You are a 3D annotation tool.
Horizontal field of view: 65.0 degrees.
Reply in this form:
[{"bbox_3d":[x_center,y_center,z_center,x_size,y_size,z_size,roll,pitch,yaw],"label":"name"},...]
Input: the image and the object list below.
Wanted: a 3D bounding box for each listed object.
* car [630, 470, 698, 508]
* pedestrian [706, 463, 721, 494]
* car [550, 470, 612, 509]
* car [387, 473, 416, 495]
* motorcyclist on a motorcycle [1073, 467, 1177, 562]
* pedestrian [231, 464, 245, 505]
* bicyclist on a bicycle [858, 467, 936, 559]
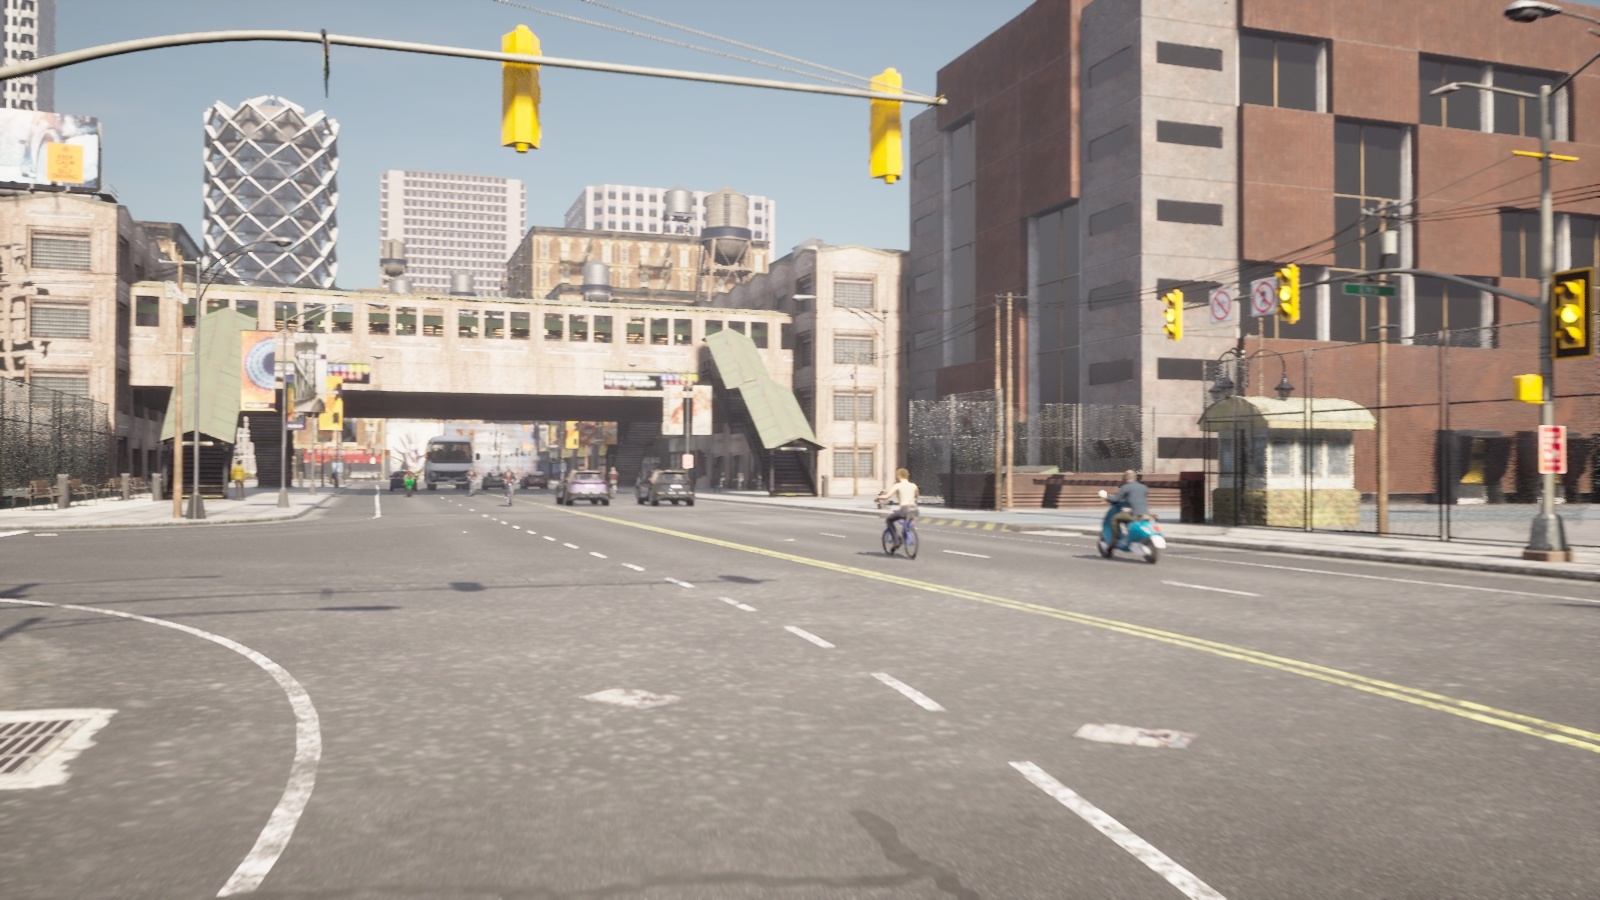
[{"bbox_3d":[-6.201,1.722,56.626,2.033,1.649,4.856,0,-1,-19],"label":"car"},{"bbox_3d":[-5.567,1.849,80.825,0.659,1.952,0.873,0,-1,-24],"label":"pedestrian"},{"bbox_3d":[-9.968,1.745,56.827,2.033,1.649,4.856,0,-1,-19],"label":"car"},{"bbox_3d":[-29.357,2.486,92.378,1.882,1.535,5.008,0,-1,-19],"label":"car"},{"bbox_3d":[5.678,1.107,22.069,0.866,1.590,1.817,0,-1,-21],"label":"motorcyclist on a motorcycle"},{"bbox_3d":[-25.162,1.540,56.226,0.431,1.840,0.709,0,-1,-9],"label":"pedestrian"},{"bbox_3d":[1.748,1.123,22.815,0.866,1.612,1.509,0,-1,-20],"label":"bicyclist on a bicycle"}]
